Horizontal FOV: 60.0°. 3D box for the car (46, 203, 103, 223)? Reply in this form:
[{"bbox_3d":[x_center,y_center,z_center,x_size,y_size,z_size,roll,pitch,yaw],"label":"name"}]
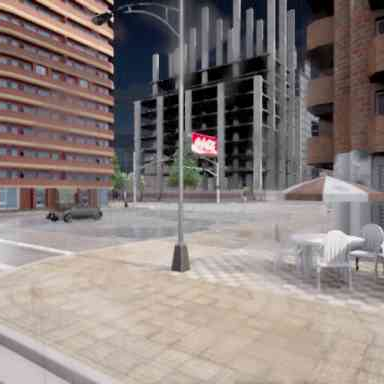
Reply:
[{"bbox_3d":[-9.021,1.576,25.812,1.994,1.385,4.181,0,0,36],"label":"car"}]
